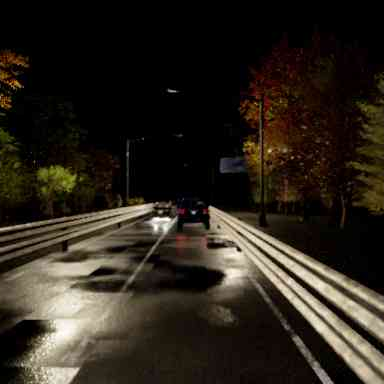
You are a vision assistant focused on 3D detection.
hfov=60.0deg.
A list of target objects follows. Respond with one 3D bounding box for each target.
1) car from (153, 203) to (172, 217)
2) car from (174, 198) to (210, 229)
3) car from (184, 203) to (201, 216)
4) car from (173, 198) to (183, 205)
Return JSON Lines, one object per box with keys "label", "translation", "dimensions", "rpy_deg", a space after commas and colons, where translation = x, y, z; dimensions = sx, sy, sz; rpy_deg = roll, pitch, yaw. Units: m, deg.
{"label": "car", "translation": [-3.357, 2.016, 38.044], "dimensions": [2.128, 1.511, 4.902], "rpy_deg": [0, -1, 0]}
{"label": "car", "translation": [0.098, 1.501, 23.897], "dimensions": [2.150, 2.045, 5.566], "rpy_deg": [0, -2, 0]}
{"label": "car", "translation": [0.085, 2.141, 42.160], "dimensions": [2.033, 1.411, 5.357], "rpy_deg": [0, -1, 0]}
{"label": "car", "translation": [-3.312, 2.263, 79.356], "dimensions": [2.097, 1.767, 4.553], "rpy_deg": [0, -1, 0]}
